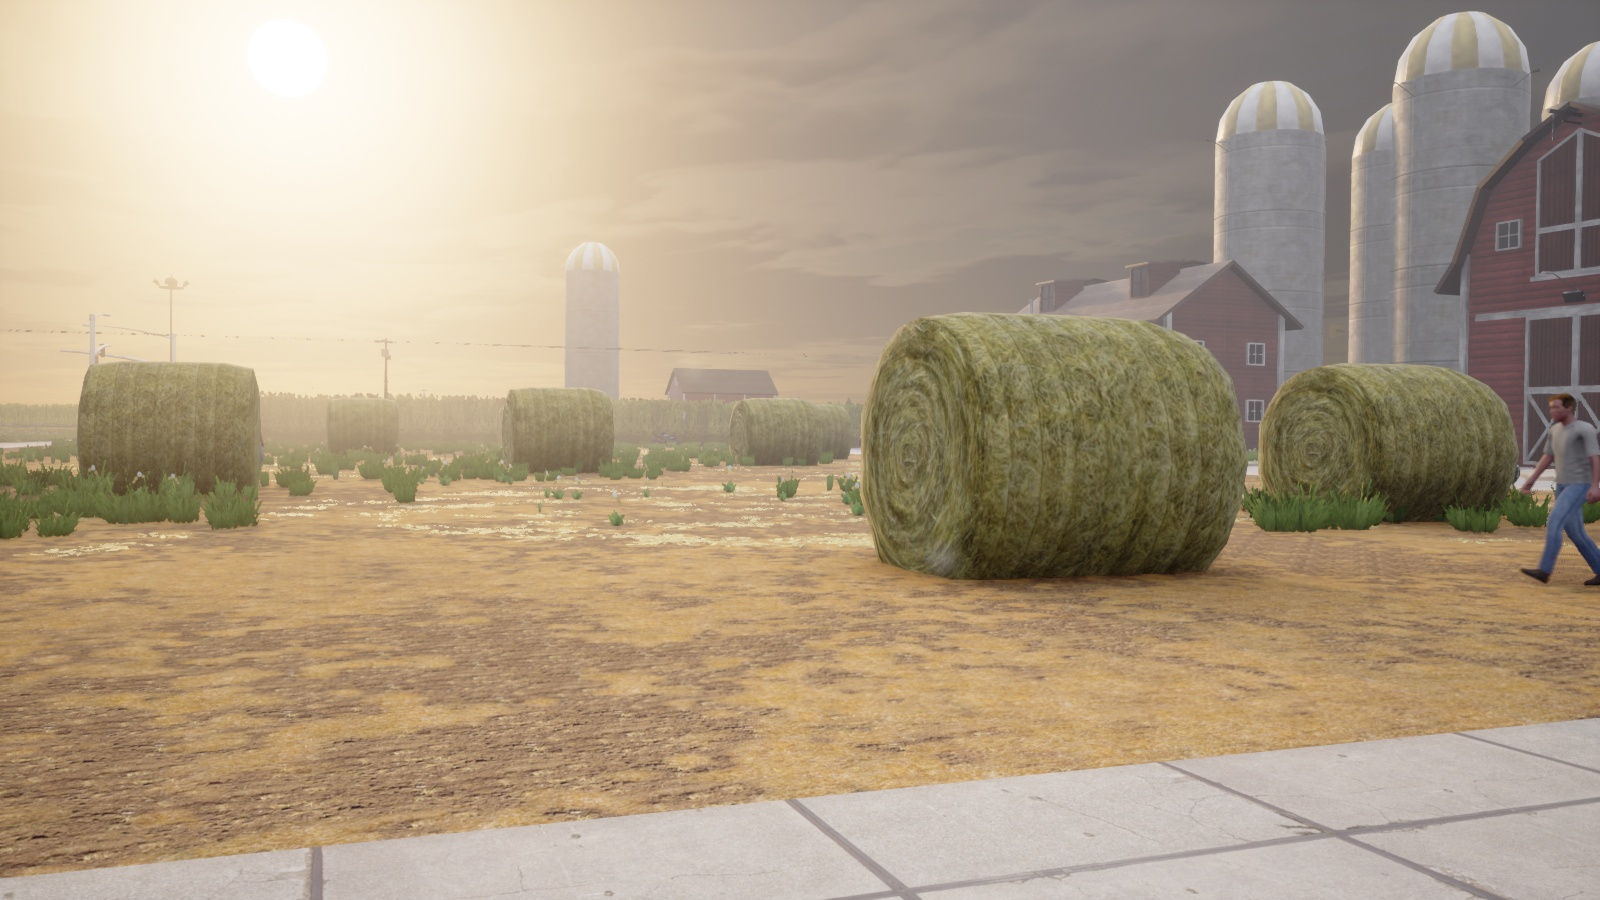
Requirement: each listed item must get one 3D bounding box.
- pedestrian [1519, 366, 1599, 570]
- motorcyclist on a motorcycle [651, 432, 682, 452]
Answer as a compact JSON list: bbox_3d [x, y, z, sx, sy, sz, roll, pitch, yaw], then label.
[{"bbox_3d":[7.071,0.161,11.551,0.706,1.836,0.354,-1,1,1],"label":"pedestrian"},{"bbox_3d":[-10.213,-0.616,95.834,2.191,1.530,0.866,-1,1,-19],"label":"motorcyclist on a motorcycle"}]
